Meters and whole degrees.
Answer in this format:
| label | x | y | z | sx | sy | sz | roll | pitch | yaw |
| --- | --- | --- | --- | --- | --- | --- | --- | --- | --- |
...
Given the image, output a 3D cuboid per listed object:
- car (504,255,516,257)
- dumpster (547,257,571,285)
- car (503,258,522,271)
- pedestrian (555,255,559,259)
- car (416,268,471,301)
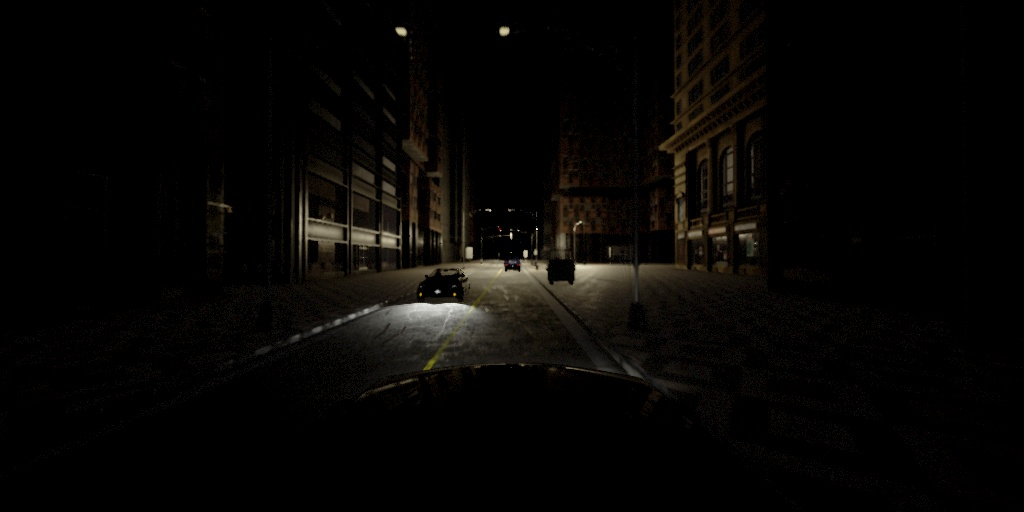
| label | x | y | z | sx | sy | sz | roll | pitch | yaw |
| --- | --- | --- | --- | --- | --- | --- | --- | --- | --- |
| car | 0.121 | 1.087 | 58.043 | 1.882 | 1.535 | 5.008 | 0 | 1 | 17 |
| dumpster | 3.145 | 1.096 | 24.142 | 1.020 | 1.700 | 1.940 | 0 | 0 | 0 |
| car | 0.100 | 1.214 | 45.782 | 1.994 | 1.385 | 4.181 | 0 | 0 | 0 |
| pedestrian | 3.145 | 0.839 | 25.514 | 0.375 | 1.860 | 0.375 | 1 | -1 | -10 |
| car | -3.092 | 1.281 | 16.884 | 1.994 | 1.385 | 4.181 | 0 | 0 | 0 |
